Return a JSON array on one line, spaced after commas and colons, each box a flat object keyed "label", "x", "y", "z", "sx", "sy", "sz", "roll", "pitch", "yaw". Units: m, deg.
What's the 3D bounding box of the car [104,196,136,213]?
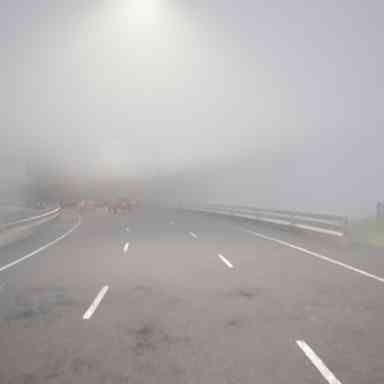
[{"label": "car", "x": -9.304, "y": 1.548, "z": 42.665, "sx": 2.150, "sy": 2.045, "sz": 5.566, "roll": 0, "pitch": 0, "yaw": -25}]

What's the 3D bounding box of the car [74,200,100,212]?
[{"label": "car", "x": -14.147, "y": 1.849, "z": 44.568, "sx": 1.882, "sy": 1.535, "sz": 5.008, "roll": 0, "pitch": 0, "yaw": -26}]

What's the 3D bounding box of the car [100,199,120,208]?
[{"label": "car", "x": -14.801, "y": 1.975, "z": 59.732, "sx": 1.837, "sy": 1.490, "sz": 4.892, "roll": 0, "pitch": 0, "yaw": -36}]

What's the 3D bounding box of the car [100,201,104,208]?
[{"label": "car", "x": -16.794, "y": 2.063, "z": 56.376, "sx": 1.895, "sy": 1.301, "sz": 4.718, "roll": 0, "pitch": 0, "yaw": -33}]

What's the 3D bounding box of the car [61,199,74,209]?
[{"label": "car", "x": -20.500, "y": 1.988, "z": 55.655, "sx": 1.837, "sy": 1.490, "sz": 4.892, "roll": 0, "pitch": 0, "yaw": -36}]

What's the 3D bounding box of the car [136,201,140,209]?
[{"label": "car", "x": -9.577, "y": 1.870, "z": 51.003, "sx": 2.128, "sy": 1.511, "sz": 4.902, "roll": 0, "pitch": 0, "yaw": -30}]
